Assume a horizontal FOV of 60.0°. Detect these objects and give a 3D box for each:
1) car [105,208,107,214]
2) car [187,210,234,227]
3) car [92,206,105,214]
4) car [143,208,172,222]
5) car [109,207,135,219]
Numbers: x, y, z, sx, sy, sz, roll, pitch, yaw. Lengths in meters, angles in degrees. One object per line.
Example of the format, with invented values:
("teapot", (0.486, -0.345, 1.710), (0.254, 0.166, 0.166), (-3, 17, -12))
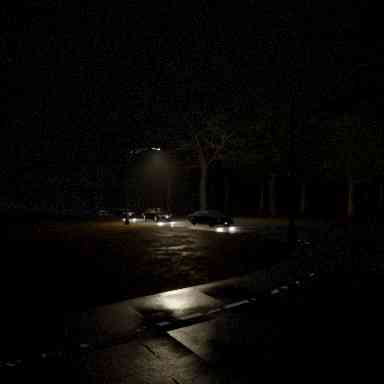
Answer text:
("car", (-13.169, 3.373, 58.746), (1.994, 1.385, 4.181), (1, -2, -33))
("car", (1.478, 2.283, 29.645), (2.033, 1.411, 5.357), (0, -2, -30))
("car", (-18.663, 3.587, 67.118), (2.128, 1.511, 4.902), (1, -2, -33))
("car", (-4.020, 2.581, 38.010), (1.837, 1.490, 4.892), (1, -2, -33))
("car", (-9.597, 2.898, 46.550), (2.128, 1.511, 4.902), (1, -2, -33))
